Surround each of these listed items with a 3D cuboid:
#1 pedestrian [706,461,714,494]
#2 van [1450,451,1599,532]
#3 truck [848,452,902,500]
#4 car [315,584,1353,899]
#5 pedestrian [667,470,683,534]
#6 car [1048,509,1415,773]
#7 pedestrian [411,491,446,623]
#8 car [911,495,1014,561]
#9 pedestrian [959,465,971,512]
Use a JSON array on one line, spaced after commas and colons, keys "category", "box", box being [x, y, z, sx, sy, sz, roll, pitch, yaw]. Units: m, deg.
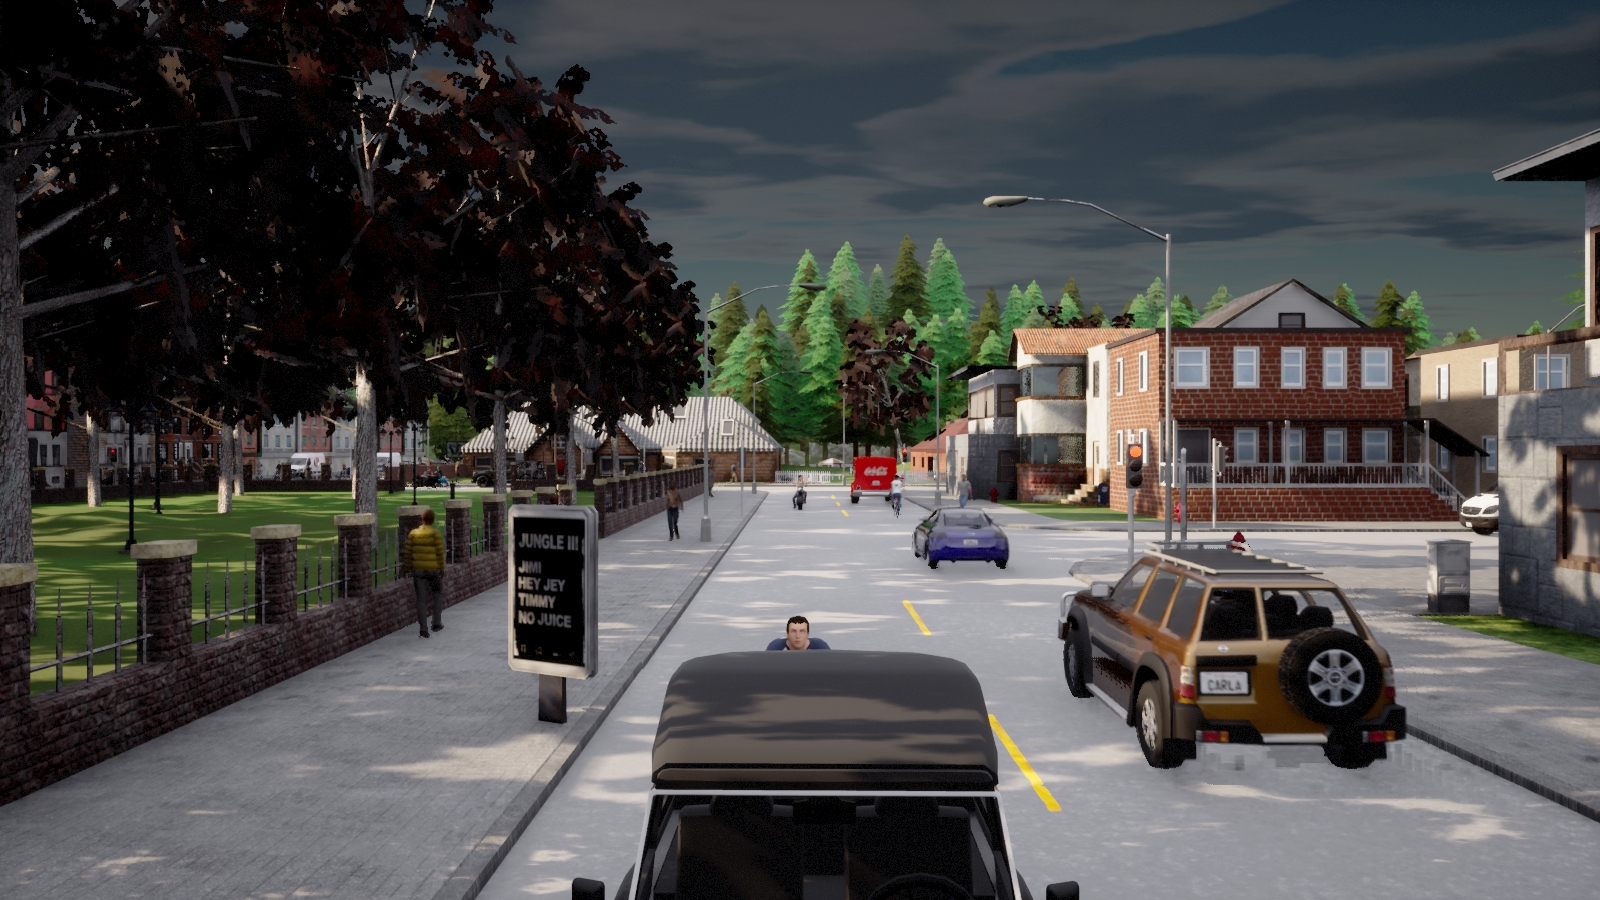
[{"category": "pedestrian", "box": [-5.076, 1.551, 64.710, 0.375, 1.860, 0.375, 0, 0, 8]}, {"category": "van", "box": [24.712, 1.329, 37.232, 5.915, 2.561, 1.988, 0, 0, 0]}, {"category": "truck", "box": [3.969, 1.372, 61.570, 2.627, 2.467, 5.204, 0, 0, 1]}, {"category": "car", "box": [0.090, 1.640, 4.031, 1.905, 1.878, 3.866, 0, 0, 1]}, {"category": "pedestrian", "box": [-3.726, 1.539, 33.961, 0.375, 1.860, 0.375, 0, 0, 13]}, {"category": "car", "box": [3.944, 1.650, 11.434, 1.932, 1.855, 4.605, 0, 0, 0]}, {"category": "pedestrian", "box": [-5.338, 1.532, 16.428, 0.375, 1.860, 0.375, 0, 0, 1]}, {"category": "car", "box": [4.001, 1.910, 28.780, 1.994, 1.385, 4.181, 0, 0, 0]}, {"category": "pedestrian", "box": [6.550, 1.534, 45.448, 0.375, 1.860, 0.375, 0, 0, 25]}]
